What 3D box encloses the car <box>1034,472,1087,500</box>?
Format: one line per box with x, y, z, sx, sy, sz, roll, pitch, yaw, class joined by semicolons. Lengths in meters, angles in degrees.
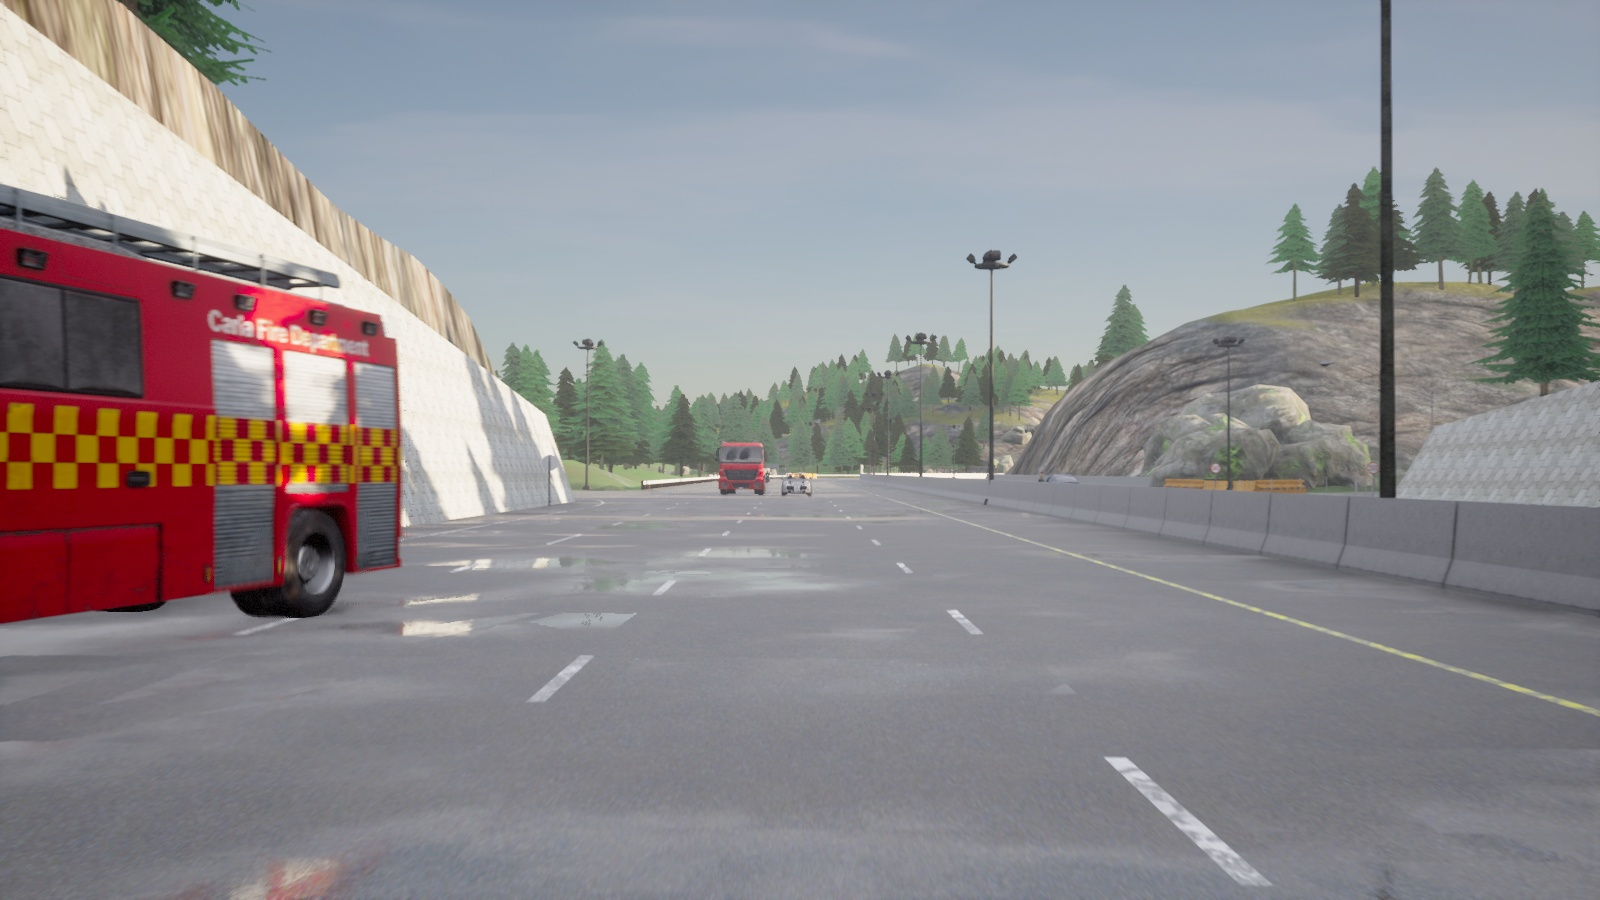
13.838;1.905;66.900;1.812;1.442;4.674;0;-1;0;car

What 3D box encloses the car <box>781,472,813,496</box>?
-0.189;2.087;78.005;1.970;1.475;3.806;0;-1;0;car

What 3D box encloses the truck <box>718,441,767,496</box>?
-3.705;1.236;82.955;2.891;3.462;7.936;0;-1;0;truck

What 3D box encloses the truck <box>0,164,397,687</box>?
-6.991;-0.141;10.806;2.891;3.827;8.468;-1;-1;12;truck
